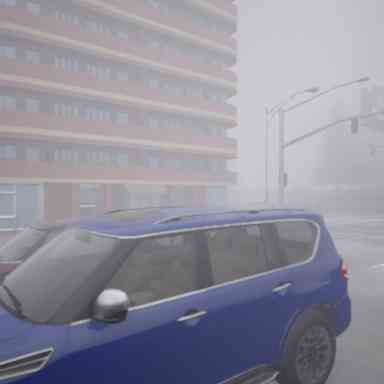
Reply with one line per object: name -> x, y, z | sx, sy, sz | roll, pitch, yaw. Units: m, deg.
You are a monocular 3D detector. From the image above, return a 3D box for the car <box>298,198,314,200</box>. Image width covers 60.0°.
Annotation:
car -> 13.530, 1.491, 40.996 | 2.128, 1.511, 4.902 | 0, 0, -36

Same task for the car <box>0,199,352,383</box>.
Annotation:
car -> -0.513, 1.218, 3.625 | 5.566, 2.045, 2.150 | -1, 0, -36

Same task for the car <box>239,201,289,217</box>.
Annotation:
car -> 6.844, 1.601, 32.043 | 1.895, 1.301, 4.718 | 0, 0, -36

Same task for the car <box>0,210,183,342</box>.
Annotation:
car -> -2.645, 1.352, 6.403 | 4.553, 1.767, 2.097 | 0, 0, -36
